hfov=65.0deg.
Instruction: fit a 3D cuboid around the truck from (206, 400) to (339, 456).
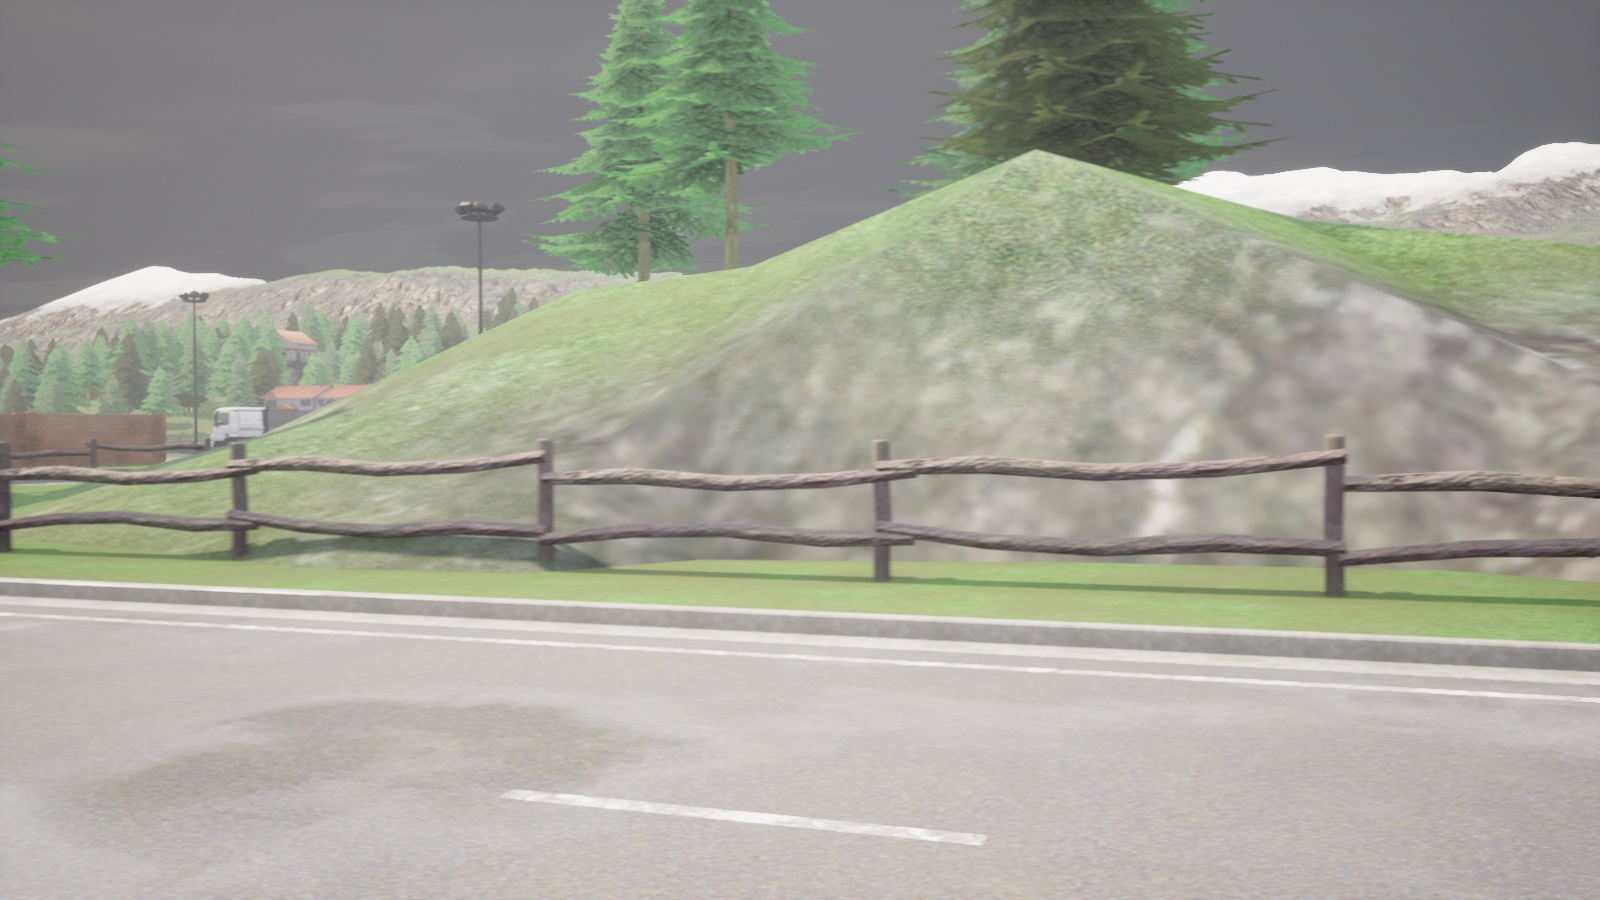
[{"bbox_3d":[-33.889,-1.404,80.712,7.936,3.462,2.891,0,1,19],"label":"truck"}]
